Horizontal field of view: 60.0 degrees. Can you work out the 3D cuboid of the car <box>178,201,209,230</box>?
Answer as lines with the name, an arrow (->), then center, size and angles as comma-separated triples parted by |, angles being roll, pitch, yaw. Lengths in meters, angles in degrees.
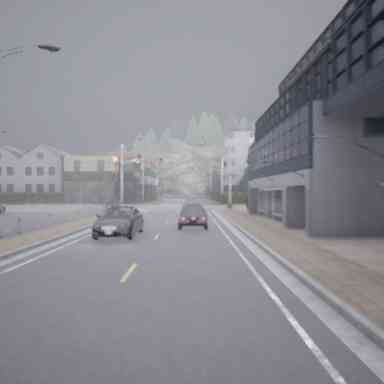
car -> 0.074, 1.519, 20.998 | 2.033, 1.411, 5.357 | 0, 0, 0

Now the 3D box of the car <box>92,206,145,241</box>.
car -> -3.549, 1.470, 16.684 | 2.128, 1.511, 4.902 | 0, 0, 0

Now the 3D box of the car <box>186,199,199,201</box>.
car -> 0.048, 1.462, 31.494 | 1.837, 1.490, 4.892 | 0, 0, 0

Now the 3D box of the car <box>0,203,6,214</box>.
car -> -17.988, 1.209, 28.224 | 3.806, 1.475, 1.970 | 0, 0, 0
